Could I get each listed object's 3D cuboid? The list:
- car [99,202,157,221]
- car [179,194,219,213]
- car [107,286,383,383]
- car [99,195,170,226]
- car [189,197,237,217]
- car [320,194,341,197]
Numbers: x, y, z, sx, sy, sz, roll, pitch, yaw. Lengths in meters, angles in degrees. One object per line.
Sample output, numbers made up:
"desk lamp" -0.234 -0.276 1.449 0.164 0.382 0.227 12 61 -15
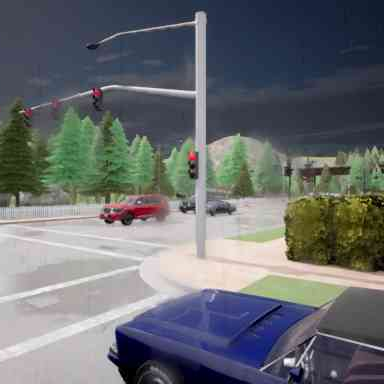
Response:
"car" -5.348 1.601 28.182 1.895 1.301 4.718 0 0 38
"car" 0.983 1.221 36.168 2.150 2.045 5.566 0 0 39
"car" 1.432 1.601 2.943 4.718 1.301 1.895 0 0 36
"car" -3.997 1.221 24.249 2.150 2.045 5.566 0 0 38
"car" 2.364 1.547 32.282 2.033 1.411 5.357 0 0 38
"car" 16.210 1.221 38.203 2.150 2.045 5.566 0 0 38
